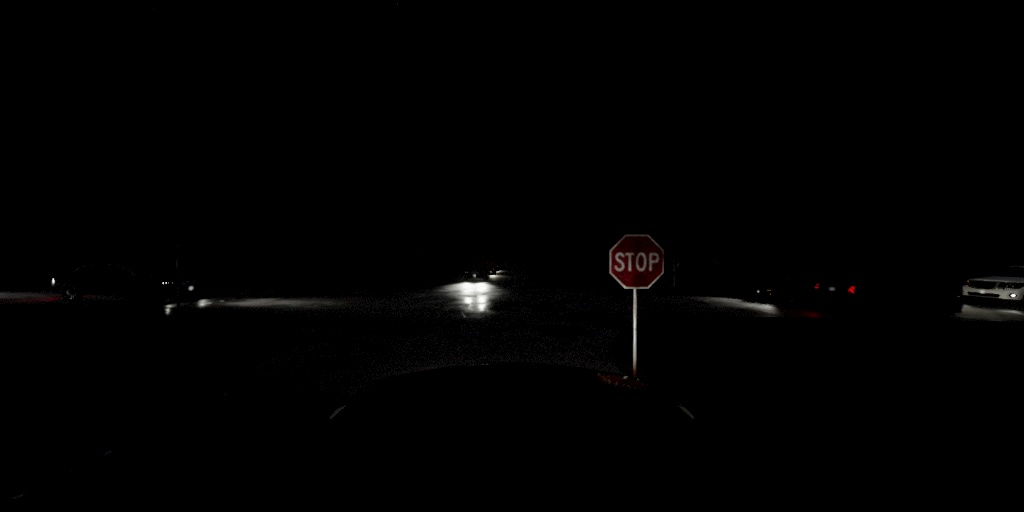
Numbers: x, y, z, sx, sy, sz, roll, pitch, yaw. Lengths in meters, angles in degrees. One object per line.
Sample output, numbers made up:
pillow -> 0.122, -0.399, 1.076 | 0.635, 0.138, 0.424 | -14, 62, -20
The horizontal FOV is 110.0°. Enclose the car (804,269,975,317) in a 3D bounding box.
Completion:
car -> 15.155, 1.402, 14.618 | 4.553, 1.767, 2.097 | 1, 0, 0

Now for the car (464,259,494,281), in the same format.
car -> -2.906, 1.273, 30.244 | 2.128, 1.511, 4.902 | 0, 0, 0

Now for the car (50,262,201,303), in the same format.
car -> -15.474, 0.999, 14.547 | 4.902, 1.511, 2.128 | 1, 0, 0

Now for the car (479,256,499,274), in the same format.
car -> -2.933, 1.037, 41.939 | 2.150, 2.045, 5.566 | 0, 0, 0

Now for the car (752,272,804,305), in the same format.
car -> 14.426, 1.530, 17.502 | 4.892, 1.490, 1.837 | 1, 0, -1

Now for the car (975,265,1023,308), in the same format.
car -> 25.802, 1.440, 17.562 | 5.566, 2.045, 2.150 | 1, 0, 0
